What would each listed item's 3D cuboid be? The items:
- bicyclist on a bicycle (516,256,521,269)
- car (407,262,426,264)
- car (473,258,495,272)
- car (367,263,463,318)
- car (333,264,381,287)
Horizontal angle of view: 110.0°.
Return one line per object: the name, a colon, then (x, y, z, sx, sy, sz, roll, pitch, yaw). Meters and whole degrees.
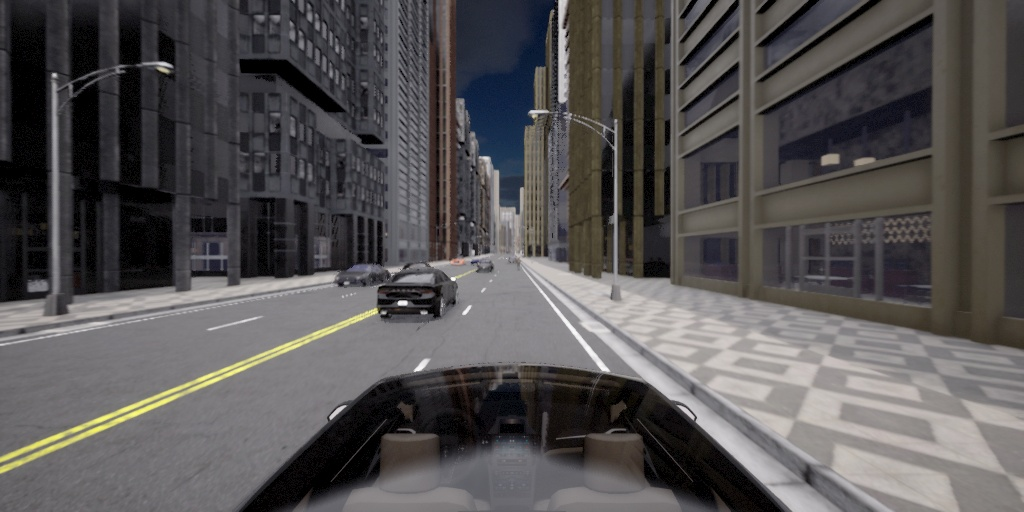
bicyclist on a bicycle: (0.891, 1.053, 46.231, 0.582, 1.620, 1.656, 0, 0, 0)
car: (-6.598, 1.184, 24.785, 1.837, 1.490, 4.892, 0, 0, 0)
car: (-3.151, 1.104, 43.329, 2.128, 1.511, 4.902, 0, 0, 0)
car: (-3.150, 1.197, 12.801, 1.882, 1.535, 5.008, 0, 0, 0)
car: (-9.848, 1.230, 24.023, 2.033, 1.411, 5.357, 0, 0, 0)
